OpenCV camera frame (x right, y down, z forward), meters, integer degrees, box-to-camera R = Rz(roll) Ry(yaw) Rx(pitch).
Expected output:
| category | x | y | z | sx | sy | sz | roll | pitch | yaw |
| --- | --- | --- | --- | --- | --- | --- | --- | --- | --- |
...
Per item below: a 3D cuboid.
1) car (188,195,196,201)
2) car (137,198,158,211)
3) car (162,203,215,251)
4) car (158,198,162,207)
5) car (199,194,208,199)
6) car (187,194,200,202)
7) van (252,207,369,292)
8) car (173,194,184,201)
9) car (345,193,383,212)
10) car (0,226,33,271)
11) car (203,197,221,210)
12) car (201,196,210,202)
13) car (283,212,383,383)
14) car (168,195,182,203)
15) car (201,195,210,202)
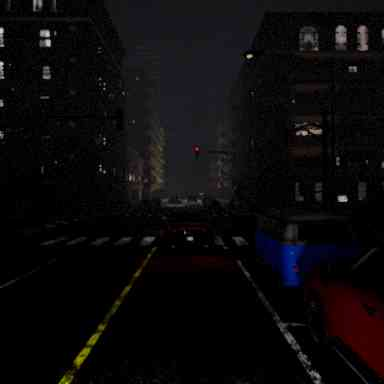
| category | x | y | z | sx | sy | sz | roll | pitch | yaw |
| --- | --- | --- | --- | --- | --- | --- | --- | --- | --- |
| car | 0.031 | 1.388 | 80.523 | 1.994 | 1.385 | 4.181 | 0 | 0 | 0 |
| car | -5.681 | 1.557 | 41.076 | 1.947 | 1.339 | 4.313 | 0 | 0 | 0 |
| car | -0.248 | 1.472 | 14.131 | 1.882 | 1.535 | 5.008 | 0 | 0 | -4 |
| car | -5.677 | 1.558 | 52.123 | 1.947 | 1.339 | 4.313 | 0 | 0 | 0 |
| car | 2.706 | 1.539 | 57.631 | 1.887 | 1.381 | 4.507 | 0 | 0 | 0 |
| car | 0.027 | 1.349 | 72.119 | 2.097 | 1.767 | 4.553 | 0 | 0 | 0 |
| van | 2.685 | 1.338 | 8.666 | 1.690 | 1.788 | 3.998 | 0 | 0 | 0 |
| car | -2.971 | 1.140 | 74.690 | 2.128 | 1.511 | 4.902 | 0 | 0 | 0 |
| car | 15.770 | 1.023 | 28.194 | 5.009 | 1.841 | 2.192 | -1 | 1 | 0 |
| car | -5.694 | 1.579 | 8.671 | 1.802 | 1.307 | 4.206 | 0 | 0 | 0 |
| car | 2.700 | 1.573 | 41.061 | 1.802 | 1.307 | 4.206 | 0 | 0 | 0 |
| car | 2.702 | 1.557 | 46.584 | 1.947 | 1.339 | 4.313 | 0 | 0 | 0 |
| car | 2.683 | 1.314 | 3.138 | 2.192 | 1.841 | 5.009 | 0 | 0 | 0 |
| car | -3.031 | 1.346 | 58.987 | 2.097 | 1.767 | 4.553 | 0 | 0 | 1 |
| car | 3.171 | 1.479 | 78.627 | 1.882 | 1.535 | 5.008 | 0 | 0 | 0 |
